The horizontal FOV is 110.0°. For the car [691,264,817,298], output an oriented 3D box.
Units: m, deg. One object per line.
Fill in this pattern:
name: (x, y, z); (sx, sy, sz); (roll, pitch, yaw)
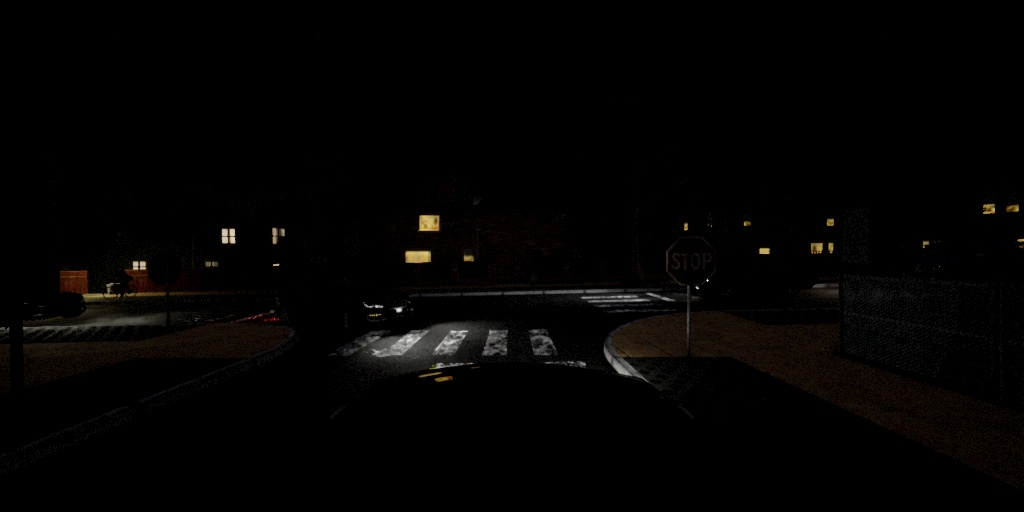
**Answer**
car: (10.340, 1.032, 15.777); (4.718, 1.301, 1.895); (-1, 1, 0)

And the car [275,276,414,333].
car: (-5.162, 1.331, 10.888); (4.892, 1.490, 1.837); (-3, -2, 29)

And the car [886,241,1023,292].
car: (20.034, 0.422, 15.819); (5.566, 2.045, 2.150); (-2, 1, 0)

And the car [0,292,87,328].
car: (-18.265, 1.630, 12.684); (5.008, 1.535, 1.882); (-1, 1, 0)

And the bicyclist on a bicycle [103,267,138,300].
bicyclist on a bicycle: (-20.223, 1.410, 18.521); (0.582, 1.620, 1.656); (-1, 1, 0)
